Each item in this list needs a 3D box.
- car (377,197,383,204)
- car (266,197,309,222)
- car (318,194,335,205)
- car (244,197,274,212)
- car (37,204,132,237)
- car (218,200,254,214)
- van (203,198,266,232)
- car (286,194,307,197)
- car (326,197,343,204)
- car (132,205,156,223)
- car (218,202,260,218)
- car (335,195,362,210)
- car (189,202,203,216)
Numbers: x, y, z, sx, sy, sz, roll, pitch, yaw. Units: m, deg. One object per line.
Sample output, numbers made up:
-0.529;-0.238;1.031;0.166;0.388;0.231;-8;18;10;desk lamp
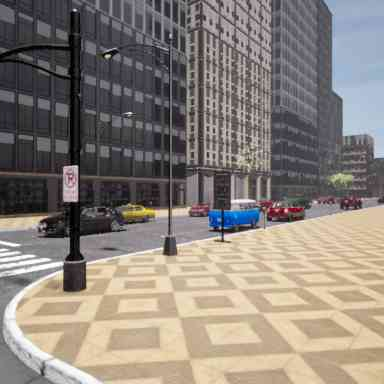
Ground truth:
38.301;1.658;66.460;1.947;1.339;4.313;0;0;38;car
7.652;1.472;26.862;1.967;1.590;4.097;0;0;38;car
25.260;1.380;62.485;2.192;1.841;5.009;0;0;38;car
8.232;1.471;40.486;1.967;1.590;4.097;0;0;38;car
-5.888;1.520;18.215;1.837;1.490;4.892;0;0;38;car
4.826;1.570;36.086;1.887;1.381;4.507;0;0;38;car
2.672;1.368;20.247;1.690;1.788;3.998;0;0;38;van
13.272;1.263;42.879;2.150;2.045;5.566;0;0;38;car
28.665;1.624;66.884;2.008;1.369;4.403;0;0;38;car
-4.708;1.540;23.980;1.752;1.417;4.829;0;0;38;car
4.597;1.627;31.753;1.895;1.301;4.718;0;0;38;car
21.274;1.368;44.462;2.192;1.841;5.009;0;0;38;car
1.421;1.603;31.686;1.802;1.307;4.206;0;0;38;car
